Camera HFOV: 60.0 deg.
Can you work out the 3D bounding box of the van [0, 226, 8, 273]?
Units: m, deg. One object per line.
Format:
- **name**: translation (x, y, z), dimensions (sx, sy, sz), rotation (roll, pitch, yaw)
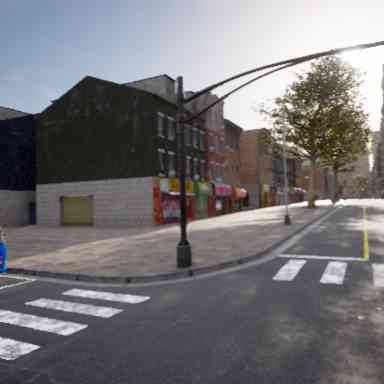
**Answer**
- **van**: translation (-7.590, 1.876, 10.340), dimensions (3.998, 1.788, 1.690), rotation (-3, -3, 27)
